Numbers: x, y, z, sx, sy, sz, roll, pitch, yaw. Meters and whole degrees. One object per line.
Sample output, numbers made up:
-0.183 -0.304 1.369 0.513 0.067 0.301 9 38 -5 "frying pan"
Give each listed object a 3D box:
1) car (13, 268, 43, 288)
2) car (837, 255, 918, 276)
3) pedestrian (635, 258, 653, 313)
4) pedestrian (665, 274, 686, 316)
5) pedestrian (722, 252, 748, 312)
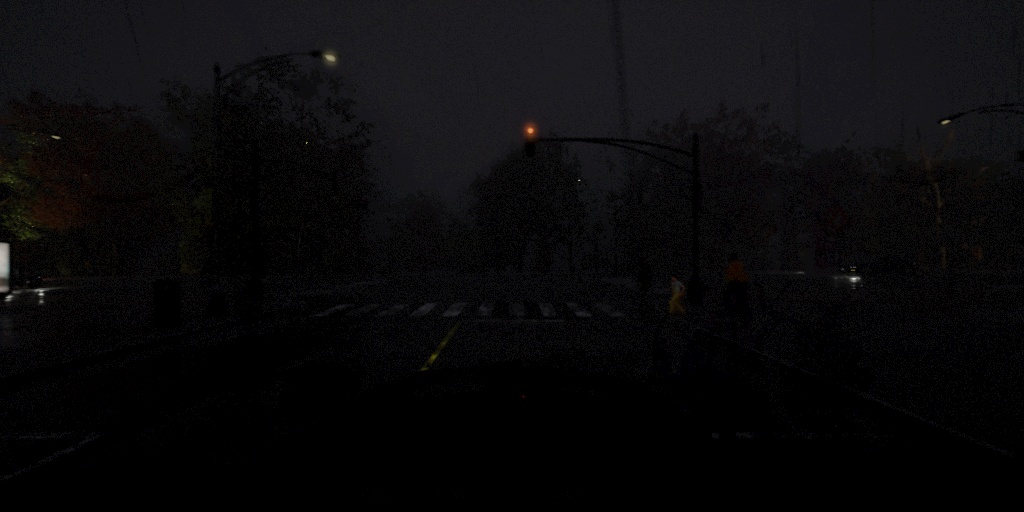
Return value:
-31.512 1.307 21.714 4.674 1.442 1.812 -1 0 1 "car"
27.421 0.707 27.030 4.892 1.490 1.837 -1 0 1 "car"
4.286 0.918 11.609 0.375 1.860 0.375 1 0 0 "pedestrian"
4.790 1.062 10.408 0.375 1.300 0.375 1 0 0 "pedestrian"
6.841 0.773 11.009 0.375 1.860 0.375 1 0 0 "pedestrian"
